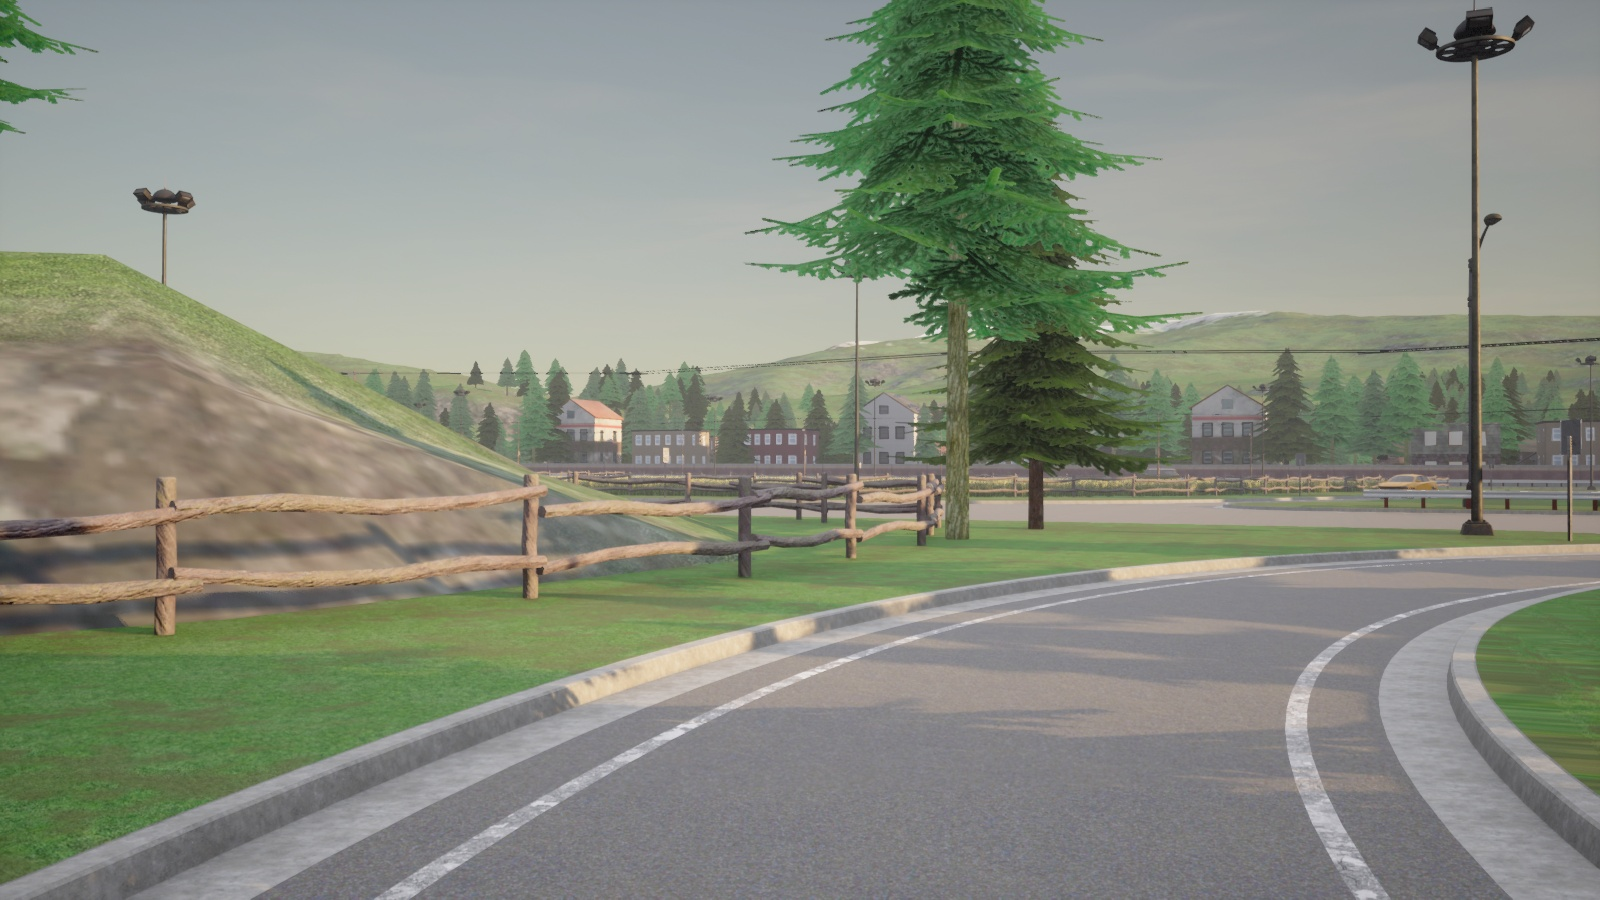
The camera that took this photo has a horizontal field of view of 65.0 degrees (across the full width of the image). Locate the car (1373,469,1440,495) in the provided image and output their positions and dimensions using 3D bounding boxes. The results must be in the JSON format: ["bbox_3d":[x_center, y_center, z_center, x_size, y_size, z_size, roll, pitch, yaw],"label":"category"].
[{"bbox_3d":[36.359,1.893,75.214,5.008,1.535,1.882,1,-1,-42],"label":"car"}]
